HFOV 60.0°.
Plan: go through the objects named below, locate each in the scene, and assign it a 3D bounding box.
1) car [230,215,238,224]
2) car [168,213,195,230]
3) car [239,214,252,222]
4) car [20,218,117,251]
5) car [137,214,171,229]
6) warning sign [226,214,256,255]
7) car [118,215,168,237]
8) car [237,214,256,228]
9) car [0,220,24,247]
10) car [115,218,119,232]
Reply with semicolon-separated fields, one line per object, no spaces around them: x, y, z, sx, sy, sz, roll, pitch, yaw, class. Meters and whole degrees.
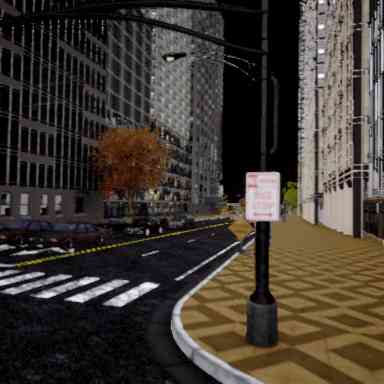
7.664;4.556;56.138;2.128;1.511;4.902;0;-3;16;car
-1.191;3.294;37.878;2.097;1.767;4.553;0;-3;16;car
10.812;5.174;67.026;2.128;1.511;4.902;0;-3;16;car
-6.703;2.402;18.861;2.033;1.411;5.357;0;-3;16;car
-4.352;3.401;38.649;2.128;1.511;4.902;0;-3;16;car
2.418;2.049;16.309;1.300;1.860;1.060;2;-2;16;warning sign
-4.000;2.894;28.207;1.837;1.490;4.892;0;-3;16;car
7.658;3.989;44.611;1.837;1.490;4.892;0;-3;17;car
-9.784;2.384;19.906;2.033;1.411;5.357;0;-3;16;car
-7.124;2.964;29.104;1.895;1.301;4.718;0;-3;16;car
